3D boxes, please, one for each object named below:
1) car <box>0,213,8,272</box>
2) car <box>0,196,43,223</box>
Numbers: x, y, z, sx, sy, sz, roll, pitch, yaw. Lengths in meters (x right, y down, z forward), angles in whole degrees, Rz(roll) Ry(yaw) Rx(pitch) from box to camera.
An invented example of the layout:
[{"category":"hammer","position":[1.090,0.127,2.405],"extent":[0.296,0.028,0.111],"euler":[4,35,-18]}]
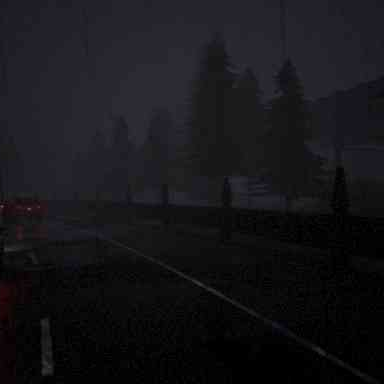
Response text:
[{"category":"car","position":[-6.907,1.605,10.377],"extent":[1.812,1.442,4.674],"euler":[0,0,-28]},{"category":"car","position":[-13.986,1.398,27.421],"extent":[2.150,2.045,5.566],"euler":[0,0,-38]}]
